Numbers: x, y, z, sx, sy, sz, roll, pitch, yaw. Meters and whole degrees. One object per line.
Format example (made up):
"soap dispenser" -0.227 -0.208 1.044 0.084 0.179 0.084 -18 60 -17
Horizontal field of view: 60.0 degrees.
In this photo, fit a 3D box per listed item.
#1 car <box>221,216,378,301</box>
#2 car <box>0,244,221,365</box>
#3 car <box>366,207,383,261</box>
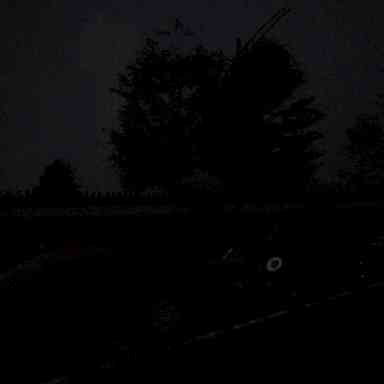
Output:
"car" 2.643 1.520 8.444 4.097 1.590 1.967 1 0 -35
"car" -1.940 1.560 5.176 4.507 1.381 1.887 1 0 -35
"car" 7.227 1.462 11.716 5.009 1.841 2.192 1 -1 -36
